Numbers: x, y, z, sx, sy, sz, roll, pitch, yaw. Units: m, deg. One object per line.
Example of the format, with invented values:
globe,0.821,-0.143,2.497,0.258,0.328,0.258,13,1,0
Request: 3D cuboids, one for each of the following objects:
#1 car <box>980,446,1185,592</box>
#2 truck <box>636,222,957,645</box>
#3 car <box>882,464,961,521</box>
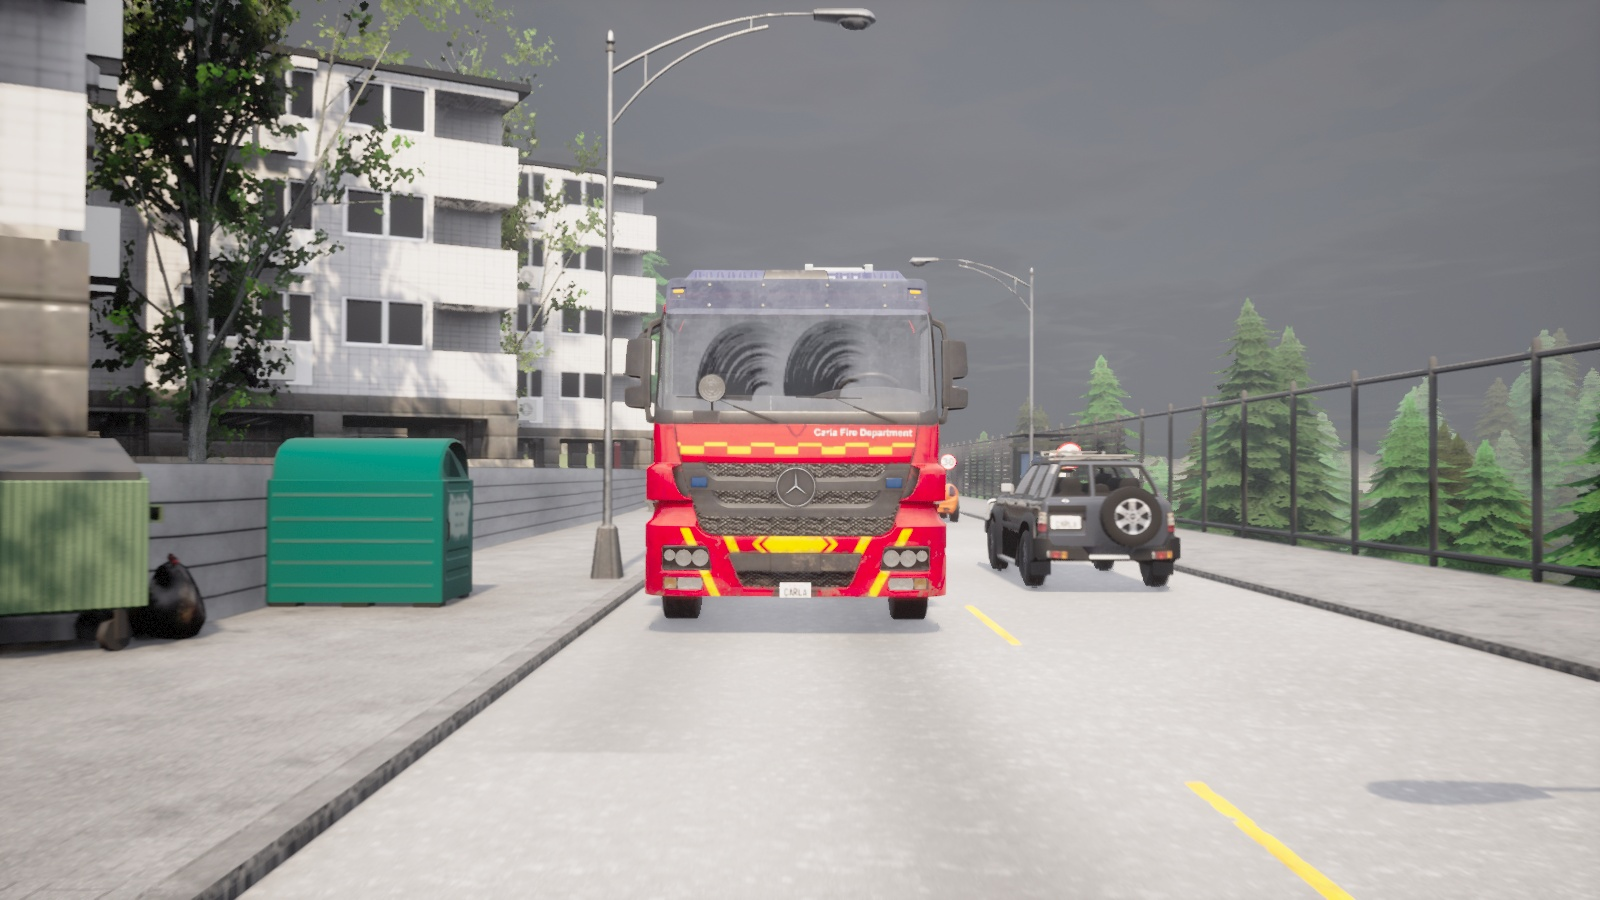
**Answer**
car,3.950,0.923,18.388,1.932,1.855,4.605,0,-1,0
truck,-0.045,-0.088,15.623,2.891,3.827,8.468,0,-1,0
car,3.893,1.342,40.898,2.097,1.767,4.553,0,-1,0
